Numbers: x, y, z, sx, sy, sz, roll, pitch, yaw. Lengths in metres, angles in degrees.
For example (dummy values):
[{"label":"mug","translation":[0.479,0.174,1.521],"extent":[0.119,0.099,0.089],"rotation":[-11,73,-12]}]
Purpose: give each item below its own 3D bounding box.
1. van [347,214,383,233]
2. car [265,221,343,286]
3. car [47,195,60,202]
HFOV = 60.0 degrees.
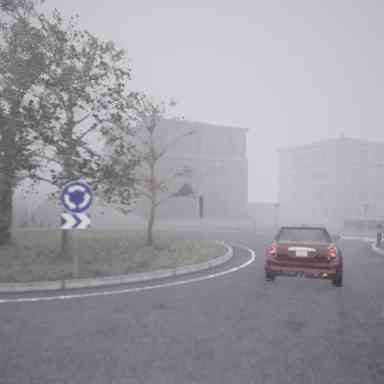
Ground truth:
[{"label":"van","translation":[19.113,3.363,36.084],"extent":[1.878,1.987,4.442],"rotation":[5,-5,-31]},{"label":"car","translation":[3.779,1.806,11.124],"extent":[2.097,1.767,4.553],"rotation":[-1,-3,21]},{"label":"car","translation":[-25.830,1.068,62.039],"extent":[1.837,1.490,4.892],"rotation":[1,3,-15]}]
